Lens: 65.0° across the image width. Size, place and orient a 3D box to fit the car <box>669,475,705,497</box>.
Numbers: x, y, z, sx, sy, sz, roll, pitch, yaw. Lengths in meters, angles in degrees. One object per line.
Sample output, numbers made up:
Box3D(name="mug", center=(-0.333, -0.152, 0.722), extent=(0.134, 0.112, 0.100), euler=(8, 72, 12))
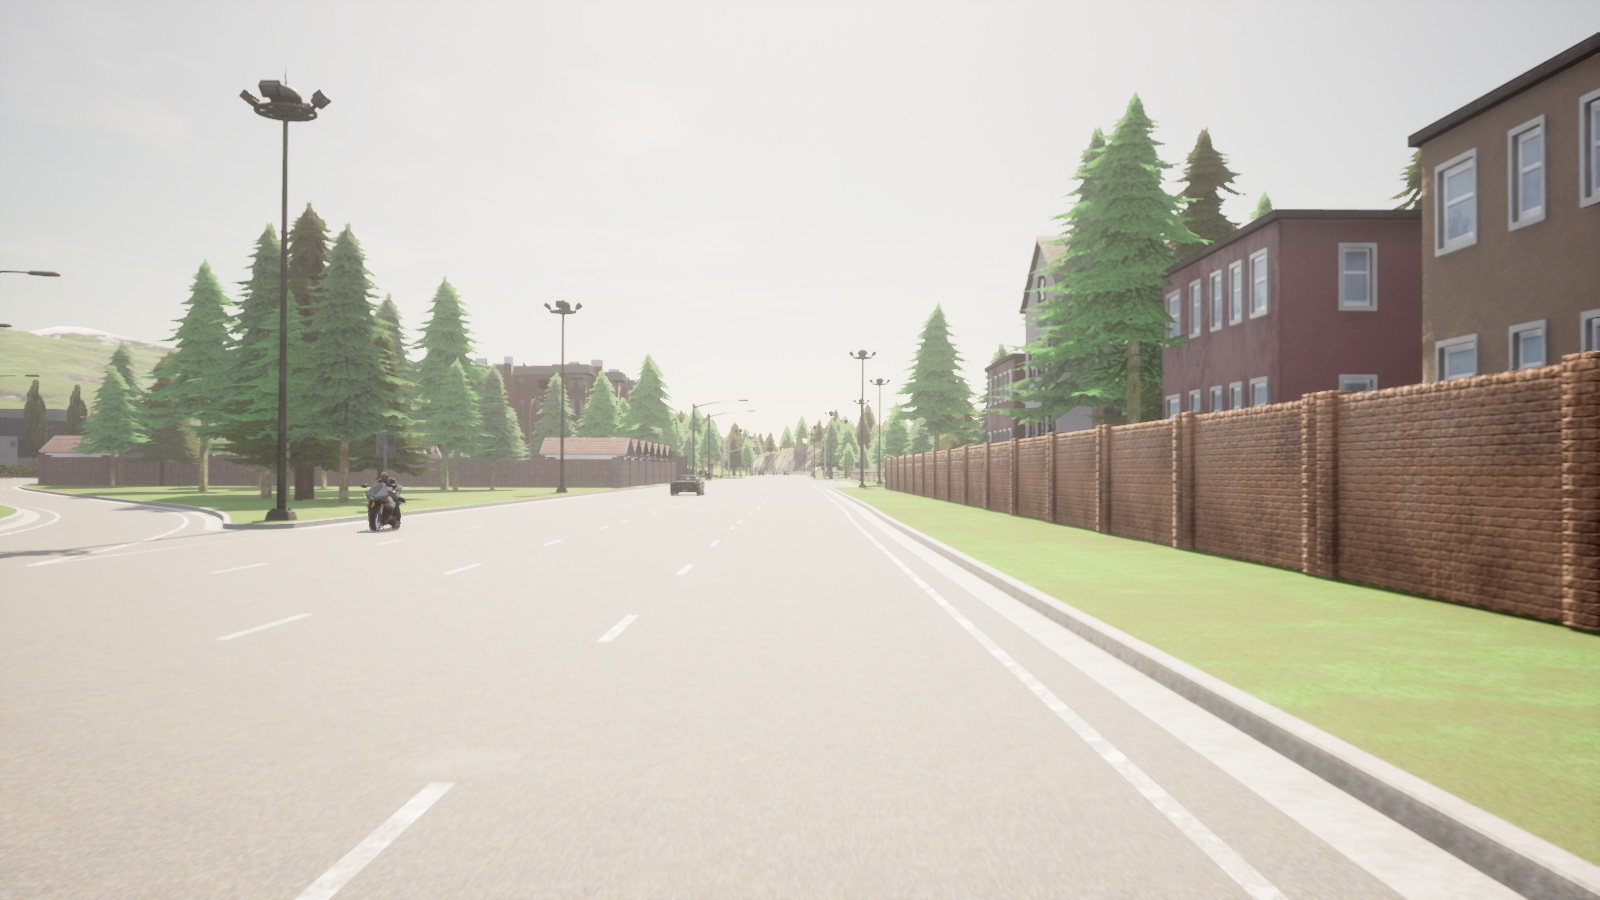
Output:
Box3D(name="car", center=(-7.037, 2.257, 78.562), extent=(1.895, 1.301, 4.718), euler=(0, -1, 0))

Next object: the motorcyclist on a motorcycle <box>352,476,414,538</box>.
Box3D(name="motorcyclist on a motorcycle", center=(-10.593, 1.427, 31.995), extent=(0.866, 1.530, 2.191), euler=(0, -1, 0))
